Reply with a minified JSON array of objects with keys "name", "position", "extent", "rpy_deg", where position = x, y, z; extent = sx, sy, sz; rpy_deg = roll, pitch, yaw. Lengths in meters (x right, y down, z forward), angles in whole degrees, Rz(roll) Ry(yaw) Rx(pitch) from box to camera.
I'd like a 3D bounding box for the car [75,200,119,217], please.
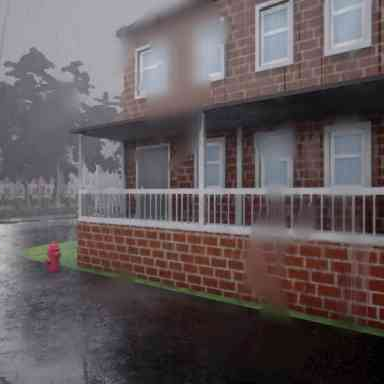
[{"name":"car","position":[-7.610,1.505,28.483],"extent":[1.837,1.490,4.892],"rpy_deg":[0,0,36]}]
